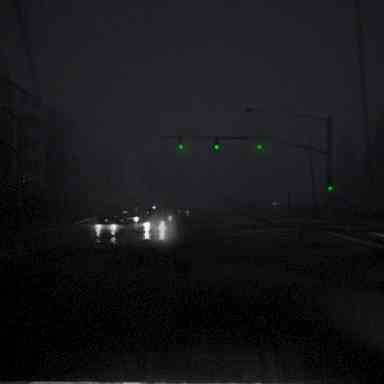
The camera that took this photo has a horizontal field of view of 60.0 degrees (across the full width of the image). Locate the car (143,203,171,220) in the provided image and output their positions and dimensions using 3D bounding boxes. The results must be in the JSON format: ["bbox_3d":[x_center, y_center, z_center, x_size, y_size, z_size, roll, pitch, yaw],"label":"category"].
[{"bbox_3d":[-3.519,2.052,33.848,1.895,1.301,4.718,0,-1,-1],"label":"car"}]

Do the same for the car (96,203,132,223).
[{"bbox_3d":[-6.948,1.940,29.420,2.033,1.411,5.357,0,-1,-1],"label":"car"}]

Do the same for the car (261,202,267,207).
[{"bbox_3d":[13.750,2.484,70.944,5.357,1.411,2.033,1,-1,-39],"label":"car"}]

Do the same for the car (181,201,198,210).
[{"bbox_3d":[-0.621,2.337,55.280,1.895,1.301,4.718,0,-1,21],"label":"car"}]

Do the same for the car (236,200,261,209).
[{"bbox_3d":[10.457,2.420,61.525,1.895,1.301,4.718,-1,-1,34],"label":"car"}]

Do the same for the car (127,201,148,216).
[{"bbox_3d":[-6.889,1.870,38.897,2.097,1.767,4.553,0,-1,1],"label":"car"}]

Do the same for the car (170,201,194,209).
[{"bbox_3d":[-1.793,2.368,61.615,2.033,1.411,5.357,0,-1,26],"label":"car"}]

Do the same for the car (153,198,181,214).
[{"bbox_3d":[-3.211,1.802,43.550,2.150,2.045,5.566,0,-1,5],"label":"car"}]

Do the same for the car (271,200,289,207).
[{"bbox_3d":[18.815,2.464,70.610,4.674,1.442,1.812,1,-1,-36],"label":"car"}]

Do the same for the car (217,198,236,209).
[{"bbox_3d":[6.831,2.057,62.780,2.150,2.045,5.566,-1,-1,35],"label":"car"}]
